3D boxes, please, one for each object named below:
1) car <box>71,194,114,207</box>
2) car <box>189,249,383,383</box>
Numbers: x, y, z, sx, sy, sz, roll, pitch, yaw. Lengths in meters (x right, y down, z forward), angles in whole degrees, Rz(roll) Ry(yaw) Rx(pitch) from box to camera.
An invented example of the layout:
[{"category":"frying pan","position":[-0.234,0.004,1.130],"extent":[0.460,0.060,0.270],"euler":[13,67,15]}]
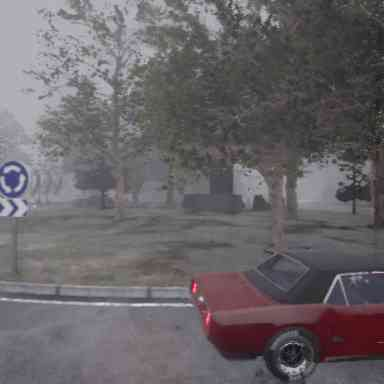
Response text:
[{"category":"car","position":[-11.773,1.032,39.623],"extent":[4.892,1.490,1.837],"euler":[1,0,-33]},{"category":"car","position":[2.397,1.563,4.886],"extent":[4.718,1.301,1.895],"euler":[0,1,-7]}]
